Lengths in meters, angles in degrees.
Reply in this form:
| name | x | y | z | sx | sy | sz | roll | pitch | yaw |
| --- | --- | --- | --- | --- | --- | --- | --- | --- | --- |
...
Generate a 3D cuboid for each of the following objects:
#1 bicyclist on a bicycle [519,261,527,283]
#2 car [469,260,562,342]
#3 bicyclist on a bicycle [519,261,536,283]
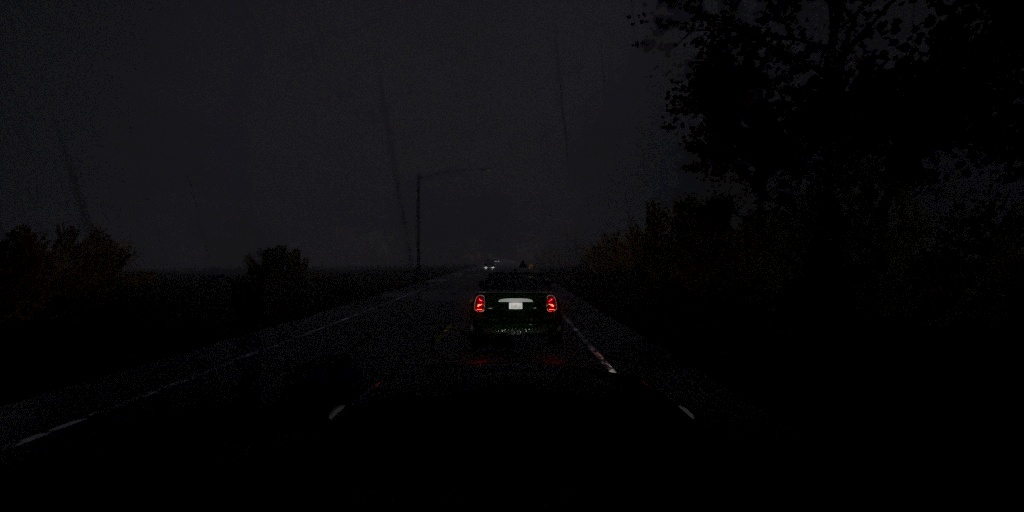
| name | x | y | z | sx | sy | sz | roll | pitch | yaw |
| --- | --- | --- | --- | --- | --- | --- | --- | --- | --- |
| bicyclist on a bicycle | 0.840 | 1.193 | 27.354 | 0.582 | 1.620 | 1.656 | 0 | 0 | 0 |
| car | 0.072 | 1.099 | 9.893 | 2.097 | 1.767 | 4.553 | 0 | 0 | 0 |
| bicyclist on a bicycle | 0.903 | 1.181 | 17.237 | 0.866 | 1.612 | 1.509 | 0 | 0 | 0 |
